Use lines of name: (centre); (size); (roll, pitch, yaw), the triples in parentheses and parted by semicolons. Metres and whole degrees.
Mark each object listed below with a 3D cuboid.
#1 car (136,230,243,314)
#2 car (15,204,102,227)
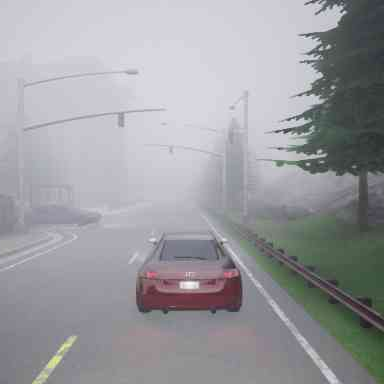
car: (-0.077, 1.564, 7.696); (1.994, 1.385, 4.181); (0, 0, -1)
car: (-8.783, 1.534, 22.039); (5.357, 1.411, 2.033); (0, 0, -5)
